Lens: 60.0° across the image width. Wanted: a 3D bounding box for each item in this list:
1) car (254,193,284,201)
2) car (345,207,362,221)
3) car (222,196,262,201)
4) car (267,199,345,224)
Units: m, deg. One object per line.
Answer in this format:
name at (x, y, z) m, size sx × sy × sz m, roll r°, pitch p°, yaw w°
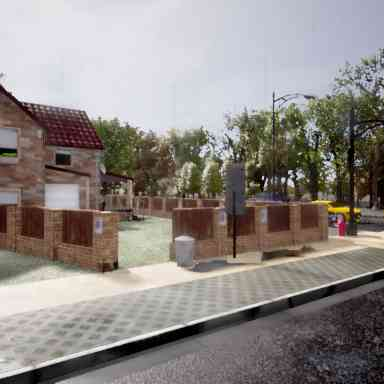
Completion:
car at (8.477, 1.127, 39.578) m, size 2.150 × 2.045 × 5.566 m, roll 0°, pitch 0°, yaw -35°
car at (10.309, 1.423, 25.451) m, size 1.882 × 1.535 × 5.008 m, roll 0°, pitch 0°, yaw -35°
car at (4.269, 1.396, 33.935) m, size 2.128 × 1.511 × 4.902 m, roll 0°, pitch 0°, yaw -35°
car at (7.818, 1.468, 23.343) m, size 1.812 × 1.442 × 4.674 m, roll 0°, pitch 0°, yaw -35°
